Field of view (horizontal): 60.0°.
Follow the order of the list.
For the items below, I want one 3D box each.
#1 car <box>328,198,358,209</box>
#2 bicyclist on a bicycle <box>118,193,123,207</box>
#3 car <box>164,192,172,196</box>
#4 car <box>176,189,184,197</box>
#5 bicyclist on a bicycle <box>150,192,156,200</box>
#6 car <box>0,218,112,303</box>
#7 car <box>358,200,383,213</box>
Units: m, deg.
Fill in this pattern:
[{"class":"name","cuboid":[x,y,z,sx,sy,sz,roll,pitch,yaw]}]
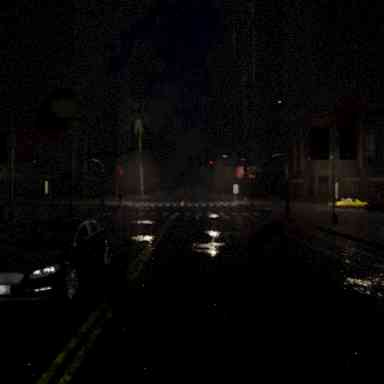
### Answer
[{"class":"car","cuboid":[20.595,1.535,44.000,4.829,1.417,1.752,1,-1,0]},{"class":"bicyclist on a bicycle","cuboid":[-8.773,0.999,40.645,0.659,1.776,1.843,1,0,0]},{"class":"car","cuboid":[-6.493,0.537,90.412,1.895,1.301,4.718,0,0,0]},{"class":"car","cuboid":[-3.244,0.167,90.409,2.150,2.045,5.566,0,0,0]},{"class":"bicyclist on a bicycle","cuboid":[-8.722,0.927,71.999,0.582,1.620,1.656,0,1,0]},{"class":"car","cuboid":[-3.348,1.438,8.273,2.128,1.511,4.902,0,0,0]},{"class":"car","cuboid":[20.734,1.587,35.472,4.507,1.381,1.887,1,-1,0]}]
